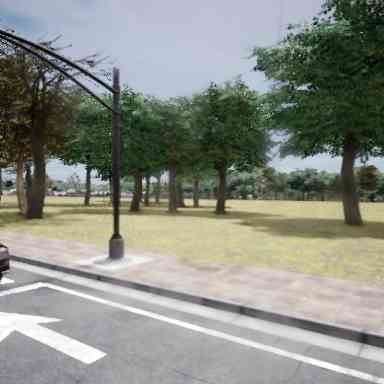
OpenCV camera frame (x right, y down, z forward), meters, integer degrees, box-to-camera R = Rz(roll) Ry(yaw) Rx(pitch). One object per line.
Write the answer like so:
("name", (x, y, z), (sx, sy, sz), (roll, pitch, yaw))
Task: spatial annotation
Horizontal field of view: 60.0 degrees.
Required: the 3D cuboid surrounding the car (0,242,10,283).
("car", (-6.424, 1.499, 8.268), (4.902, 1.511, 2.128), (0, 0, 36))
